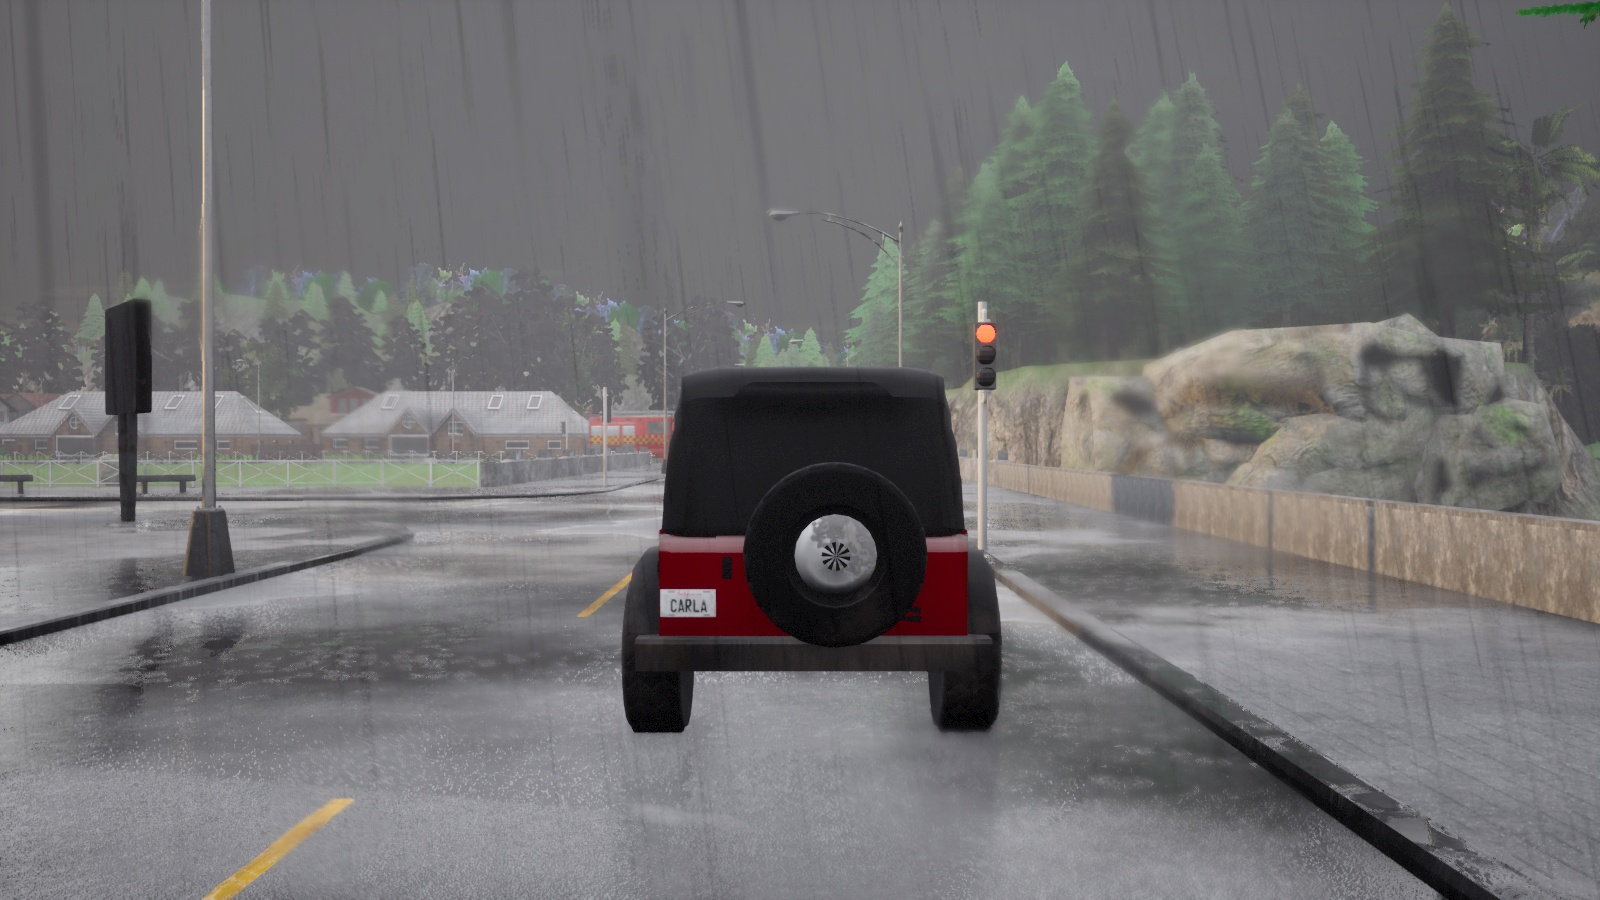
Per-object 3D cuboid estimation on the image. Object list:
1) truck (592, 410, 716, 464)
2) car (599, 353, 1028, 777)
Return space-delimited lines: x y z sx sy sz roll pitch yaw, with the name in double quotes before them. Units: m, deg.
"truck" -10.556 -0.941 91.161 8.468 3.827 2.891 0 0 8
"car" 0.062 0.500 7.508 1.905 1.878 3.866 0 0 0
